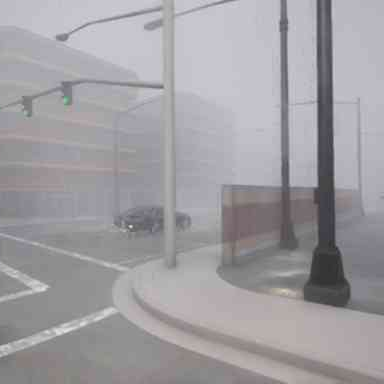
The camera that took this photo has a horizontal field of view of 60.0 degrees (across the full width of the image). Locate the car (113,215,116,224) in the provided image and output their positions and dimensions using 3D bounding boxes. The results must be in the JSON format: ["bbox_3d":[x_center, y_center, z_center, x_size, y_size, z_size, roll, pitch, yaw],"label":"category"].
[{"bbox_3d":[-3.572,1.677,24.299,1.837,1.490,4.892,-1,0,36],"label":"car"}]

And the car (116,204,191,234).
[{"bbox_3d":[-1.975,1.649,20.353,1.837,1.490,4.892,-1,0,36],"label":"car"}]
